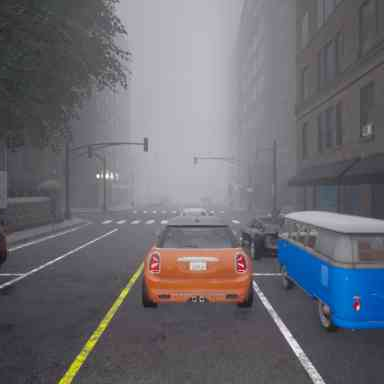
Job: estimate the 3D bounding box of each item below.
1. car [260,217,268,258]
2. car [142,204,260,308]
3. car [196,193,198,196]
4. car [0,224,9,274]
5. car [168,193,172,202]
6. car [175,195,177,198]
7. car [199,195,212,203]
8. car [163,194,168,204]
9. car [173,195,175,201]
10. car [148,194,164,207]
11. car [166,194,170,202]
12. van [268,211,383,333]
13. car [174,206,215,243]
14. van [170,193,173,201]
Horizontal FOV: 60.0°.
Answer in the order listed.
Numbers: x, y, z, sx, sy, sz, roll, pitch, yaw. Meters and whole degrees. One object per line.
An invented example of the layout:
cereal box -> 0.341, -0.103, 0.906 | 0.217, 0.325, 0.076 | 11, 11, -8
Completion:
car -> 2.860, 1.563, 12.202 | 1.947, 1.339, 4.313 | 0, 0, 0
car -> 0.104, 1.351, 8.096 | 2.097, 1.767, 4.553 | 0, 0, 0
car -> 2.880, 1.507, 93.991 | 1.752, 1.417, 4.829 | 0, 0, 0
car -> -5.667, 1.314, 6.504 | 2.192, 1.841, 5.009 | 0, 0, 0
car -> -5.652, 1.515, 66.545 | 1.887, 1.381, 4.507 | 0, 0, 0
car -> -5.649, 1.290, 82.897 | 2.192, 1.841, 5.009 | 0, 0, 0
car -> 2.872, 1.410, 66.579 | 1.967, 1.590, 4.097 | 0, 0, 0
car -> -5.655, 1.522, 55.643 | 2.008, 1.369, 4.403 | 0, 0, 0
car -> -5.649, 1.523, 77.446 | 2.008, 1.369, 4.403 | 0, 0, 0
car -> -5.656, 1.498, 50.023 | 1.752, 1.417, 4.829 | 0, 0, 0
car -> -5.653, 1.515, 61.094 | 1.887, 1.381, 4.507 | 0, 0, 0
van -> 2.858, 1.340, 6.542 | 1.690, 1.788, 3.998 | 0, 0, 0
car -> 0.106, 1.521, 17.097 | 1.812, 1.442, 4.674 | 0, 0, 0
van -> -5.651, 1.312, 71.996 | 1.690, 1.788, 3.998 | 0, 0, 0
